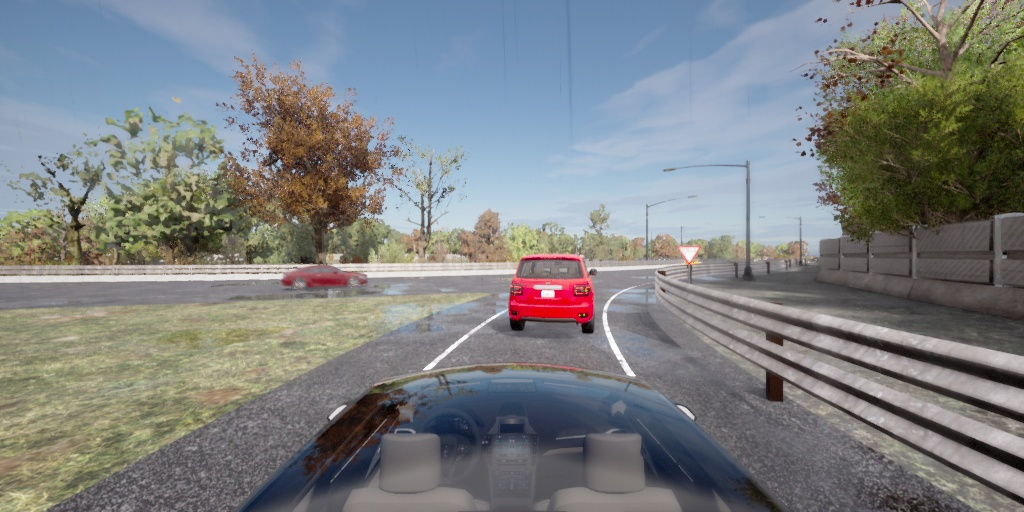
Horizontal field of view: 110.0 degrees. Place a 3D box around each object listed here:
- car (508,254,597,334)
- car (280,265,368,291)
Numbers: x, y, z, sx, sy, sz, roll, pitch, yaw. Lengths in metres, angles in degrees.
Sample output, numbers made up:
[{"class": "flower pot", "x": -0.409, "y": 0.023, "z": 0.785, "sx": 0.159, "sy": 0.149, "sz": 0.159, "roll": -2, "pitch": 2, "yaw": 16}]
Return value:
[{"class": "car", "x": 1.368, "y": 0.971, "z": 10.924, "sx": 2.150, "sy": 2.045, "sz": 5.566, "roll": 0, "pitch": 0, "yaw": 12}, {"class": "car", "x": -11.198, "y": 1.269, "z": 21.625, "sx": 4.674, "sy": 1.442, "sz": 1.812, "roll": 0, "pitch": 0, "yaw": -21}]
